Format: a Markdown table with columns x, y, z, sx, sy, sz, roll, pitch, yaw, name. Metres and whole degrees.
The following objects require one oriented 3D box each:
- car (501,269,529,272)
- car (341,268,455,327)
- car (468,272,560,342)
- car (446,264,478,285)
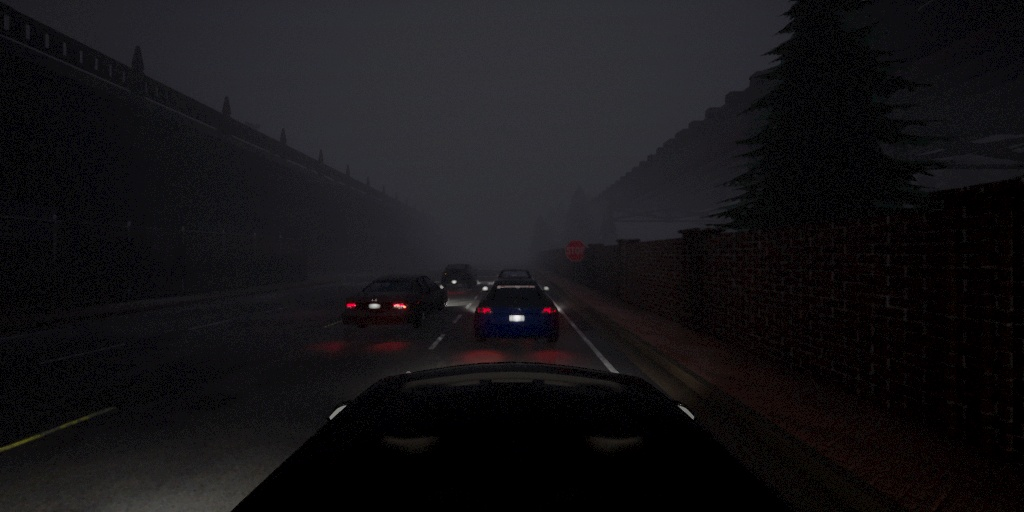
| x | y | z | sx | sy | sz | roll | pitch | yaw | name |
| --- | --- | --- | --- | --- | --- | --- | --- | --- | --- |
| 0.134 | 1.338 | 18.548 | 1.895 | 1.301 | 4.718 | 0 | 0 | -1 | car |
| -3.387 | 1.290 | 11.393 | 2.033 | 1.411 | 5.357 | 0 | 0 | 0 | car |
| 0.107 | 1.308 | 9.728 | 1.994 | 1.385 | 4.181 | 0 | 0 | 0 | car |
| -3.362 | 1.238 | 23.245 | 1.837 | 1.490 | 4.892 | 0 | 0 | 0 | car |
